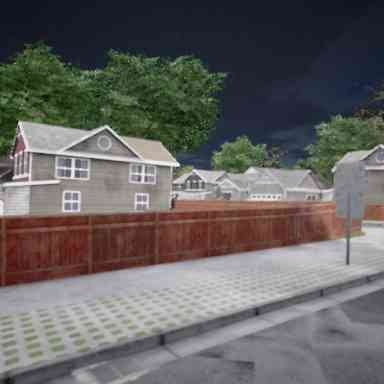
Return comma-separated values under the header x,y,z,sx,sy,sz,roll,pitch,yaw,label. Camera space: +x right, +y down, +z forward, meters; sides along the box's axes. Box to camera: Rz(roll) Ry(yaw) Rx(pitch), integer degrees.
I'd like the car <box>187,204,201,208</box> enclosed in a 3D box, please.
x,y,z,sx,sy,sz,roll,pitch,yaw,label
-0.070,2.037,39.312,1.895,1.301,4.718,3,-2,-37,car
